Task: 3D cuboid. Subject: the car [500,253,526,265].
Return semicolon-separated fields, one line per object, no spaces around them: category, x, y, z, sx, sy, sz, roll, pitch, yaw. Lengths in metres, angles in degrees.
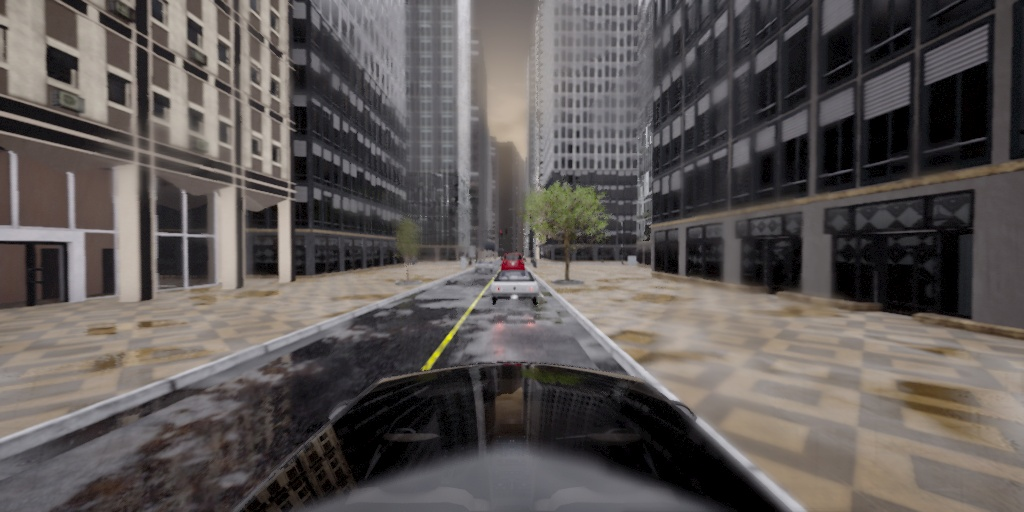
car;0.091;0.753;33.716;2.150;2.045;5.566;0;0;0

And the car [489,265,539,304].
car;0.097;1.251;15.742;1.895;1.301;4.718;0;0;0

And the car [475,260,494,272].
car;-3.011;1.094;39.810;1.895;1.301;4.718;0;0;0
